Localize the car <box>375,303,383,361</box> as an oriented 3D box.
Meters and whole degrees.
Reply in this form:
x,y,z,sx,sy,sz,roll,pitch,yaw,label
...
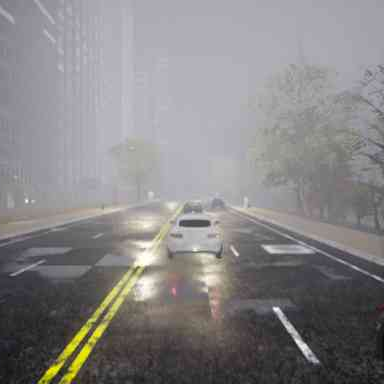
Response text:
x,y,z,sx,sy,sz,roll,pitch,yaw,label
3.350,1.355,2.335,2.097,1.767,4.553,0,0,0,car

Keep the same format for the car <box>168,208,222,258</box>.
x,y,z,sx,sy,sz,roll,pitch,yaw,label
0.100,1.541,12.693,1.812,1.442,4.674,0,0,0,car

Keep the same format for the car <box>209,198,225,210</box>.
x,y,z,sx,sy,sz,roll,pitch,yaw,label
3.354,1.561,44.655,1.837,1.490,4.892,0,0,0,car

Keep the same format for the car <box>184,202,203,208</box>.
x,y,z,sx,sy,sz,roll,pitch,yaw,label
0.103,1.642,33.926,1.895,1.301,4.718,0,0,0,car
